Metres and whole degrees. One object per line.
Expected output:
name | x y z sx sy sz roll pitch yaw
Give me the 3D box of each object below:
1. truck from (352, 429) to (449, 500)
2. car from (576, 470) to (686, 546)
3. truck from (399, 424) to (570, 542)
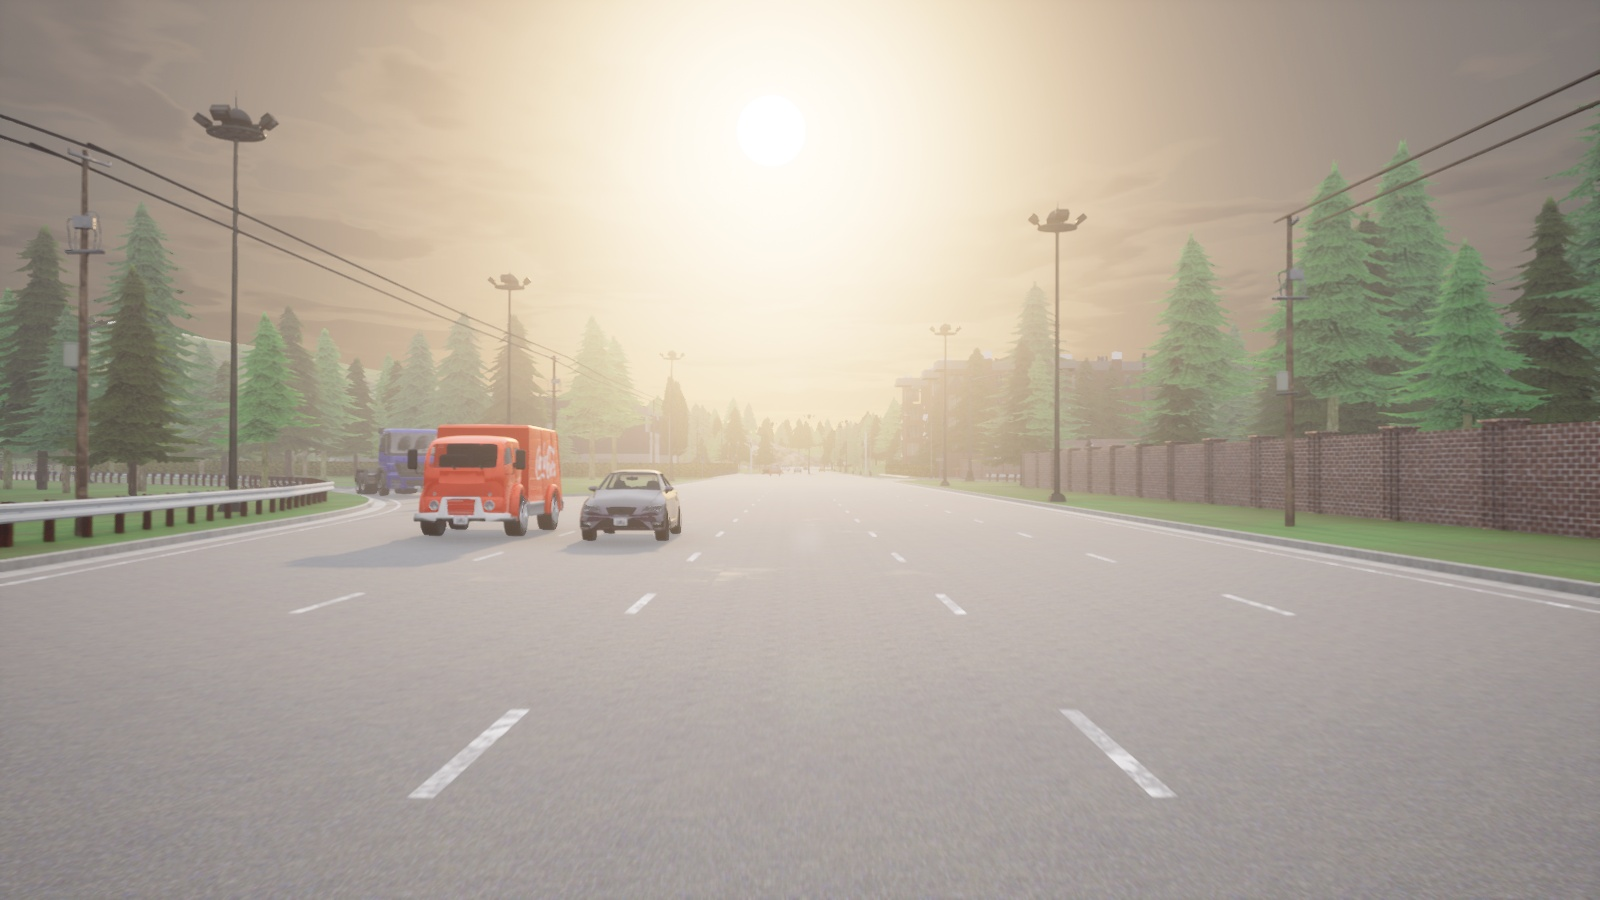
truck | -20.747 0.755 64.886 2.891 3.462 7.936 0 -1 -32
car | -3.564 1.190 27.125 1.816 1.474 4.193 0 -1 0
truck | -7.069 0.726 28.839 2.627 2.467 5.204 0 -1 0
